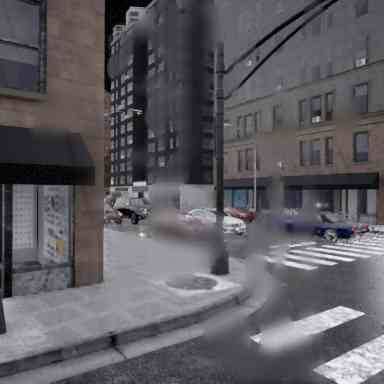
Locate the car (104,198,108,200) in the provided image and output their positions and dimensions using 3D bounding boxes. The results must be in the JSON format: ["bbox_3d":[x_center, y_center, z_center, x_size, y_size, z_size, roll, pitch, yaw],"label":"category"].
[{"bbox_3d":[-12.699,1.809,49.187,2.192,1.841,5.009,0,0,-35],"label":"car"}]

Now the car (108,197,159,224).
[{"bbox_3d":[-4.611,1.459,27.262,2.150,2.045,5.566,0,-1,-35],"label":"car"}]

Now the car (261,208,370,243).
[{"bbox_3d":[6.106,1.703,16.760,1.895,1.301,4.718,0,-1,-41],"label":"car"}]

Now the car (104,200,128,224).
[{"bbox_3d":[-6.988,1.670,26.160,1.967,1.590,4.097,0,0,-35],"label":"car"}]

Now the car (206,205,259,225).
[{"bbox_3d":[3.155,1.795,26.537,1.802,1.307,4.206,0,0,-35],"label":"car"}]

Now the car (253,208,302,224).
[{"bbox_3d":[6.325,1.709,22.007,2.008,1.369,4.403,0,0,-35],"label":"car"}]

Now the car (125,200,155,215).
[{"bbox_3d":[-6.357,1.821,40.127,1.967,1.590,4.097,0,0,-35],"label":"car"}]

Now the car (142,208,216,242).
[{"bbox_3d":[-0.645,1.701,17.098,1.802,1.307,4.206,0,0,-35],"label":"car"}]

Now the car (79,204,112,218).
[{"bbox_3d":[-10.356,1.939,35.487,1.895,1.301,4.718,0,-1,-35],"label":"car"}]

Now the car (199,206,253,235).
[{"bbox_3d":[1.071,1.663,19.126,1.812,1.442,4.674,0,-1,-34],"label":"car"}]
